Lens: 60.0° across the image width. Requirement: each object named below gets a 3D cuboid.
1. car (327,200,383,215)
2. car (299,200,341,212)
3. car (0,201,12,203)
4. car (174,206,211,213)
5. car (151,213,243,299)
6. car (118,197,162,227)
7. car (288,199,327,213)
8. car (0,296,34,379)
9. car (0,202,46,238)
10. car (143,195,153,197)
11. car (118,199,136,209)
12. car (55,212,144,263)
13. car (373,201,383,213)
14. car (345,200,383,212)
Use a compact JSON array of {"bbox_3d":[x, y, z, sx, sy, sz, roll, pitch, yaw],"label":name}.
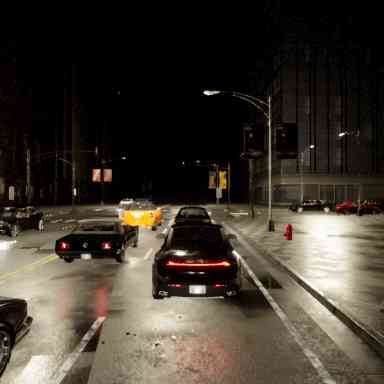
[{"bbox_3d":[15.382,1.577,31.273,4.206,1.307,1.802,0,0,-1],"label":"car"},{"bbox_3d":[15.270,1.662,39.797,4.313,1.339,1.947,0,0,-1],"label":"car"},{"bbox_3d":[-18.107,1.683,33.491,4.674,1.442,1.812,0,-1,-2],"label":"car"},{"bbox_3d":[0.038,1.509,17.900,1.882,1.535,5.008,0,0,0],"label":"car"},{"bbox_3d":[0.116,1.512,8.409,1.837,1.490,4.892,0,0,0],"label":"car"},{"bbox_3d":[-3.105,1.396,21.014,2.097,1.767,4.553,0,0,0],"label":"car"},{"bbox_3d":[13.207,1.576,37.016,4.892,1.490,1.837,0,-1,-1],"label":"car"},{"bbox_3d":[-3.152,1.548,2.233,2.033,1.411,5.357,0,0,0],"label":"car"},{"bbox_3d":[-9.732,1.537,18.103,1.837,1.490,4.892,0,0,1],"label":"car"},{"bbox_3d":[-9.598,1.602,71.790,2.150,2.045,5.566,0,0,0],"label":"car"},{"bbox_3d":[-9.737,1.745,50.428,1.812,1.442,4.674,0,0,0],"label":"car"},{"bbox_3d":[-3.123,1.615,12.020,1.895,1.301,4.718,0,0,0],"label":"car"},{"bbox_3d":[23.107,1.639,37.150,4.718,1.301,1.895,0,-1,-1],"label":"car"},{"bbox_3d":[20.910,1.643,39.873,4.313,1.339,1.947,0,0,-1],"label":"car"}]
